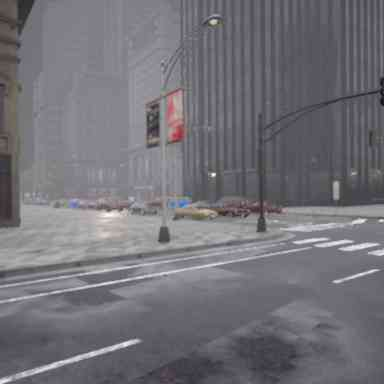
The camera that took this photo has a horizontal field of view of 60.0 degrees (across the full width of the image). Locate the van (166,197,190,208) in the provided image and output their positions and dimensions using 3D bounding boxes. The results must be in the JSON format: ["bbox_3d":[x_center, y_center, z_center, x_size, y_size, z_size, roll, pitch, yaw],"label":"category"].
[{"bbox_3d":[-1.661,1.607,46.628,1.690,1.788,3.998,-2,0,-35],"label":"van"}]

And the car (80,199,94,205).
[{"bbox_3d":[-25.166,2.367,79.642,1.947,1.339,4.313,-2,0,-35],"label":"car"}]

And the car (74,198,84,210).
[{"bbox_3d":[-16.772,2.005,53.133,1.967,1.590,4.097,-2,0,-35],"label":"car"}]

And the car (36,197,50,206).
[{"bbox_3d":[-34.723,2.513,78.368,1.887,1.381,4.507,-2,0,-35],"label":"car"}]

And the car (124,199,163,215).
[{"bbox_3d":[-5.440,1.853,37.210,2.008,1.369,4.403,-2,0,-35],"label":"car"}]

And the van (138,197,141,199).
[{"bbox_3d":[-10.494,1.811,59.073,1.690,1.788,3.998,-2,0,-35],"label":"van"}]

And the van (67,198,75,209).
[{"bbox_3d":[-19.608,1.971,57.114,1.690,1.788,3.998,-2,0,-35],"label":"van"}]

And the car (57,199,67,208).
[{"bbox_3d":[-25.373,2.201,65.222,1.967,1.590,4.097,-2,0,-35],"label":"car"}]

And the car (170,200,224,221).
[{"bbox_3d":[0.323,1.693,29.110,1.752,1.417,4.829,-2,0,-35],"label":"car"}]

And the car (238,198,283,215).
[{"bbox_3d":[7.178,1.604,34.183,1.887,1.381,4.507,-2,0,-35],"label":"car"}]

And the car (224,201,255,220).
[{"bbox_3d":[3.038,1.721,29.905,1.895,1.301,4.718,-1,0,-35],"label":"car"}]

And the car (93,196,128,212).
[{"bbox_3d":[-11.112,1.749,45.171,2.192,1.841,5.009,-2,0,-35],"label":"car"}]

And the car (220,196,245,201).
[{"bbox_3d":[4.227,1.443,38.331,2.192,1.841,5.009,-2,0,-35],"label":"car"}]

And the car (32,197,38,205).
[{"bbox_3d":[-37.839,2.617,82.750,1.802,1.307,4.206,-2,0,-35],"label":"car"}]

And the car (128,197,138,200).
[{"bbox_3d":[-10.514,1.658,48.993,2.150,2.045,5.566,-1,0,-35],"label":"car"}]

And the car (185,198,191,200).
[{"bbox_3d":[1.291,1.779,42.480,1.802,1.307,4.206,-2,0,-35],"label":"car"}]

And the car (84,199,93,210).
[{"bbox_3d":[-13.937,2.044,49.153,1.887,1.381,4.507,-2,0,-35],"label":"car"}]

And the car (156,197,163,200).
[{"bbox_3d":[-4.606,1.649,50.776,2.192,1.841,5.009,-2,0,-35],"label":"car"}]

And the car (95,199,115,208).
[{"bbox_3d":[-16.476,2.068,62.676,1.882,1.535,5.008,-1,0,-35],"label":"car"}]

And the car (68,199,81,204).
[{"bbox_3d":[-31.199,2.482,88.120,2.008,1.369,4.403,-2,0,-35],"label":"car"}]
